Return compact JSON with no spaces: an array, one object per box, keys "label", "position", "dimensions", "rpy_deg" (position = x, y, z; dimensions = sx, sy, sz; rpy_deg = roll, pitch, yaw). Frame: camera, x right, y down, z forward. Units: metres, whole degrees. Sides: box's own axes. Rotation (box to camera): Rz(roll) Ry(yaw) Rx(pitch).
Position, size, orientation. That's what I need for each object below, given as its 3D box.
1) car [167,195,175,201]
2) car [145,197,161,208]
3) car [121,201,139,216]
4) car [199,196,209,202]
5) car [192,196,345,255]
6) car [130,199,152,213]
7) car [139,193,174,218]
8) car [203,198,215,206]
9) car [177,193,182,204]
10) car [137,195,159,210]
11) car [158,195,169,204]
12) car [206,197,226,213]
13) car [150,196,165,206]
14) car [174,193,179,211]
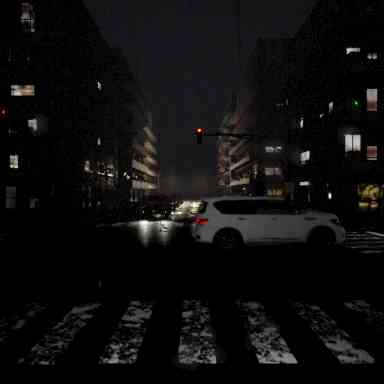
[{"label":"car","position":[-5.621,1.594,89.056],"dimensions":[2.008,1.369,4.403],"rpy_deg":[0,0,0]},{"label":"car","position":[-5.652,1.538,49.109],"dimensions":[1.752,1.417,4.829],"rpy_deg":[0,0,0]},{"label":"car","position":[-5.665,1.572,32.232],"dimensions":[1.947,1.339,4.313],"rpy_deg":[0,0,0]},{"label":"car","position":[2.751,1.584,77.687],"dimensions":[2.008,1.369,4.403],"rpy_deg":[0,0,0]},{"label":"car","position":[2.767,1.148,12.666],"dimensions":[5.566,2.045,2.150],"rpy_deg":[-1,0,0]},{"label":"car","position":[-5.660,1.533,37.745],"dimensions":[1.752,1.417,4.829],"rpy_deg":[0,0,0]},{"label":"car","position":[-3.094,1.227,30.205],"dimensions":[2.150,2.045,5.566],"rpy_deg":[0,0,1]},{"label":"car","position":[2.734,1.598,54.957],"dimensions":[1.802,1.307,4.206],"rpy_deg":[0,0,0]},{"label":"car","position":[-3.049,1.366,50.016],"dimensions":[2.097,1.767,4.553],"rpy_deg":[0,0,0]},{"label":"car","position":[-5.656,1.325,43.597],"dimensions":[2.192,1.841,5.009],"rpy_deg":[0,0,0]},{"label":"car","position":[-5.638,1.464,66.327],"dimensions":[1.967,1.590,4.097],"rpy_deg":[0,0,0]},{"label":"car","position":[2.720,1.448,37.910],"dimensions":[1.967,1.590,4.097],"rpy_deg":[0,0,0]},{"label":"car","position":[-5.647,1.456,54.962],"dimensions":[1.967,1.590,4.097],"rpy_deg":[0,0,0]},{"label":"car","position":[-3.065,1.361,40.117],"dimensions":[2.097,1.767,4.553],"rpy_deg":[0,0,0]}]
